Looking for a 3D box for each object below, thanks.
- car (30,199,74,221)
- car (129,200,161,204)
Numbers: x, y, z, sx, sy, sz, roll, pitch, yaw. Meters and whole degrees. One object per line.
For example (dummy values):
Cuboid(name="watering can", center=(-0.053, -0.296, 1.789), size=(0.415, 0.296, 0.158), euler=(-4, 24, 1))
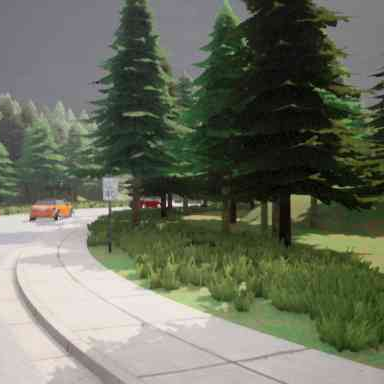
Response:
Cuboid(name="car", center=(-11.188, 1.337, 26.881), size=(2.097, 1.767, 4.553), euler=(0, 0, -2))
Cuboid(name="car", center=(-6.040, 1.459, 43.517), size=(1.882, 1.535, 5.008), euler=(0, 0, 33))
